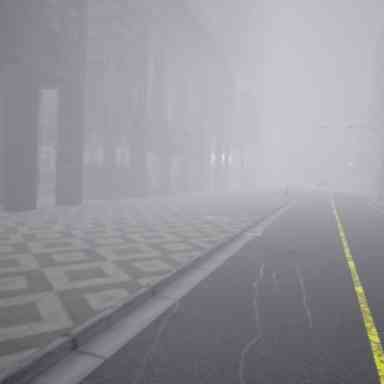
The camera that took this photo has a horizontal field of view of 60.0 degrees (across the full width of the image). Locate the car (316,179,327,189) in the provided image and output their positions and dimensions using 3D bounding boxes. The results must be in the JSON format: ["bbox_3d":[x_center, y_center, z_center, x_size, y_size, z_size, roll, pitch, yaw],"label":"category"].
[{"bbox_3d":[28.514,-1.785,73.294,2.150,2.045,5.566,4,3,22],"label":"car"}]
